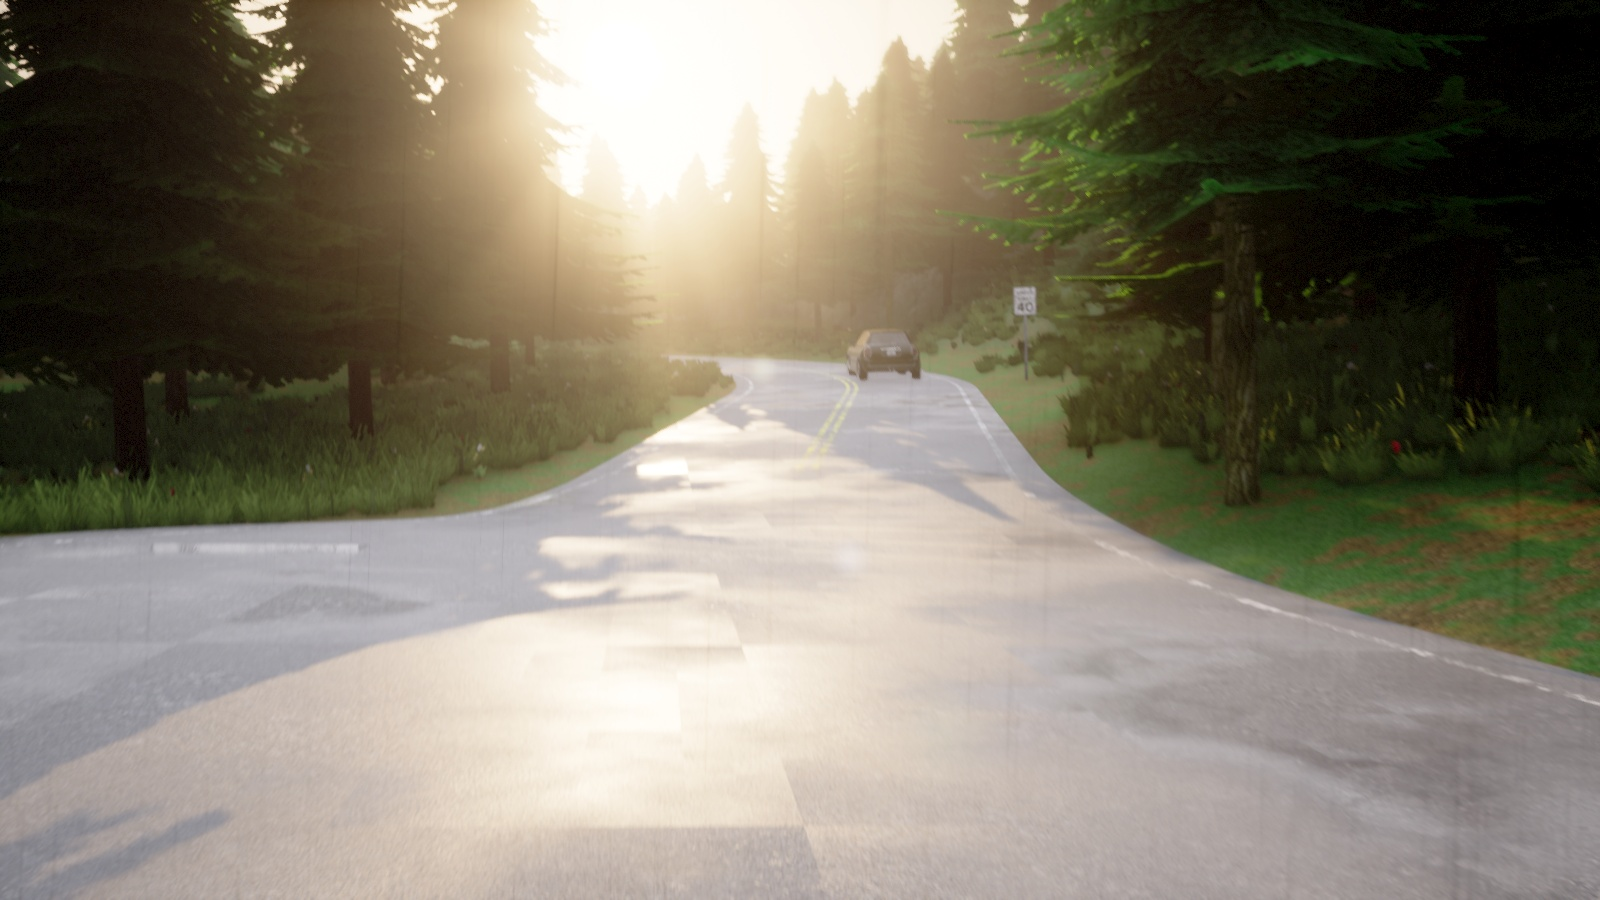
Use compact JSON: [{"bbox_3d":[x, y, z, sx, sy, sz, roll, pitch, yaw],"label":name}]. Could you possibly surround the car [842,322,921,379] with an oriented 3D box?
[{"bbox_3d":[2.793,-3.558,44.177,2.097,1.767,4.553,-2,7,-5],"label":"car"}]
